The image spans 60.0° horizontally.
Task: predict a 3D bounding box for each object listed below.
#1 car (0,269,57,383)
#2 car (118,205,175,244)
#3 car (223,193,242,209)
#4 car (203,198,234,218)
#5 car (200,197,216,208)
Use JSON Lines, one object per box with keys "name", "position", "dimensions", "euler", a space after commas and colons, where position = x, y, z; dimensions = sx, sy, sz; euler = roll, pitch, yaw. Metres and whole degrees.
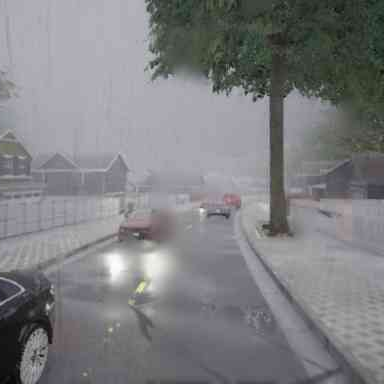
{"name": "car", "position": [-2.727, 1.482, 2.442], "dimensions": [2.128, 1.511, 4.902], "euler": [0, 0, 1]}
{"name": "car", "position": [-2.030, 1.446, 15.916], "dimensions": [1.882, 1.535, 5.008], "euler": [0, 0, 5]}
{"name": "car", "position": [5.206, 1.133, 43.463], "dimensions": [2.150, 2.045, 5.566], "euler": [1, 1, 14]}
{"name": "car", "position": [2.433, 1.524, 29.450], "dimensions": [1.994, 1.385, 4.181], "euler": [1, 0, 9]}
{"name": "car", "position": [2.378, 1.386, 43.997], "dimensions": [1.837, 1.490, 4.892], "euler": [1, 0, 13]}
